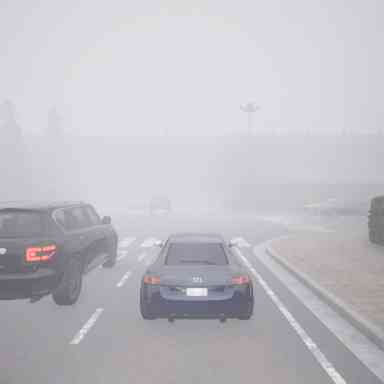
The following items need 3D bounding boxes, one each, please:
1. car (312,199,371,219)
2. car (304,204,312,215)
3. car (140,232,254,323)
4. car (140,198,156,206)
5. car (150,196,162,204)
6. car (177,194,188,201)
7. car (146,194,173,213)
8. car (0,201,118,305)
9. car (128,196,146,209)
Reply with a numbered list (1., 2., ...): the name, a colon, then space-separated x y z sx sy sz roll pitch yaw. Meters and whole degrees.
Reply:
1. car: 13.101 1.436 27.960 4.902 1.511 2.128 0 0 0
2. car: 13.193 1.422 31.455 5.008 1.535 1.882 0 0 0
3. car: 0.082 1.564 7.315 1.994 1.385 4.181 0 0 0
4. car: -7.091 1.601 54.301 1.895 1.301 4.718 0 0 0
5. car: -7.041 1.526 65.738 1.812 1.442 4.674 0 0 1
6. car: -2.441 1.355 86.038 2.097 1.767 4.553 0 0 14
7. car: -3.400 1.213 37.219 2.150 2.045 5.566 0 0 0
8. car: -3.401 1.221 8.188 2.150 2.045 5.566 0 0 0
9. car: -7.095 1.352 44.246 2.097 1.767 4.553 0 0 0
